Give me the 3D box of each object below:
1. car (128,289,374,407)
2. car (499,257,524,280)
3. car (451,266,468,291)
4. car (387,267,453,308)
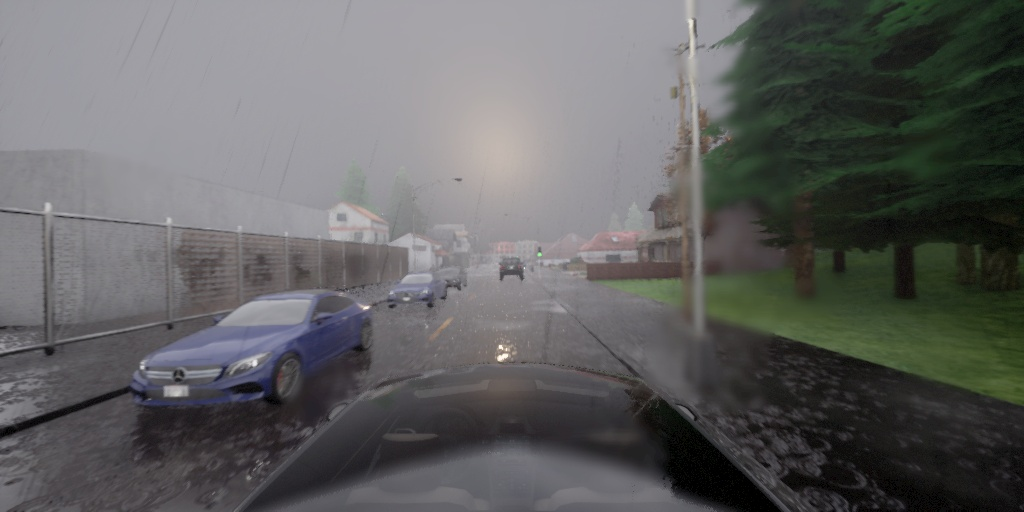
[{"bbox_3d":[-4.111,1.398,6.688,1.812,1.442,4.674,-1,0,-1],"label":"car"},{"bbox_3d":[-0.052,1.139,34.020,2.150,2.045,5.566,-1,0,0],"label":"car"},{"bbox_3d":[-4.105,1.472,24.118,1.837,1.490,4.892,-1,0,0],"label":"car"},{"bbox_3d":[-4.160,1.449,16.451,1.812,1.442,4.674,-1,0,0],"label":"car"}]
